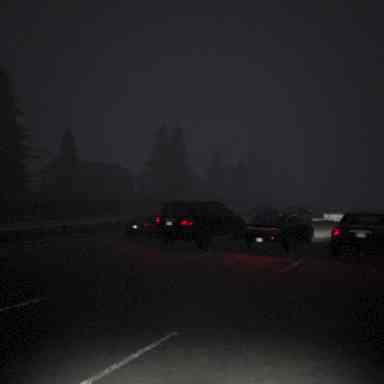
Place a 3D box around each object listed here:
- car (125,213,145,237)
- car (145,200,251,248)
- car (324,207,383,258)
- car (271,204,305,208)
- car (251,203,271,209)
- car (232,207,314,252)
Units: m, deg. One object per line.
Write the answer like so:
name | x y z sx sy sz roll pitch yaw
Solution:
car | -1.799 1.784 18.831 1.994 1.385 4.181 -1 -1 35
car | 0.554 1.408 16.088 2.150 2.045 5.566 -1 0 34
car | 6.842 1.484 12.871 2.097 1.767 4.553 -1 -1 34
car | 8.907 1.853 28.471 2.033 1.411 5.357 -1 -1 34
car | 6.984 1.826 31.843 1.882 1.535 5.008 -1 -1 35
car | 3.984 1.655 14.892 2.128 1.511 4.902 -1 -1 34
